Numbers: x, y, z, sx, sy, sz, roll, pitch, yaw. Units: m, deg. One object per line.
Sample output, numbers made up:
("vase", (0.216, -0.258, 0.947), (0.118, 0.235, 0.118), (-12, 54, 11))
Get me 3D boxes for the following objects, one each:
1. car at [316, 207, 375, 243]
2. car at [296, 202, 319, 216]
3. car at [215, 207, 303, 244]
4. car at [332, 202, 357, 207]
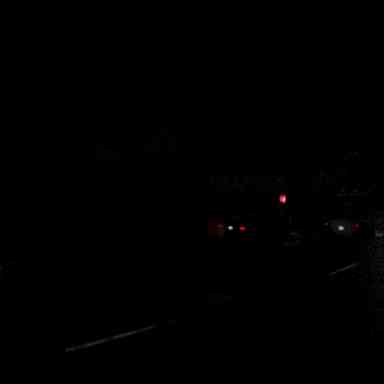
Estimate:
("car", (8.163, 1.688, 17.224), (1.994, 1.385, 4.181), (0, 0, 36))
("car", (11.328, 1.706, 32.538), (2.128, 1.511, 4.902), (0, 0, 15))
("car", (3.324, 1.643, 16.544), (2.033, 1.411, 5.357), (0, 0, 41))
("car", (14.878, 1.709, 32.417), (1.882, 1.535, 5.008), (0, 0, 14))
